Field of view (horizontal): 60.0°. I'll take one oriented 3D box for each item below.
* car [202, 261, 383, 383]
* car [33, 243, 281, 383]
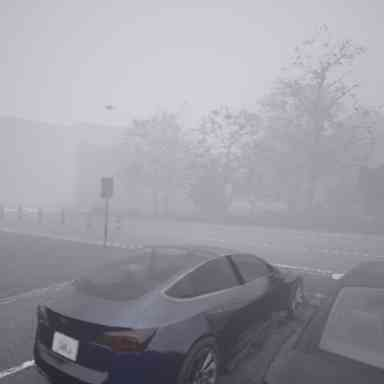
[{"bbox_3d":[2.387,1.480,3.437,2.097,1.535,5.008,0,0,35],"label":"car"},{"bbox_3d":[0.146,1.515,5.077,2.163,1.488,4.792,0,0,35],"label":"car"}]
